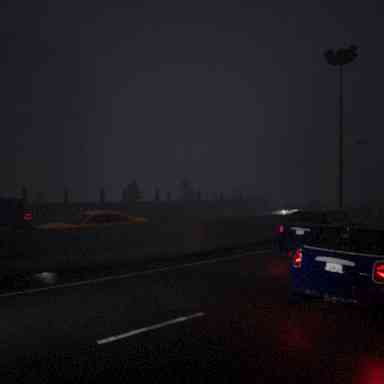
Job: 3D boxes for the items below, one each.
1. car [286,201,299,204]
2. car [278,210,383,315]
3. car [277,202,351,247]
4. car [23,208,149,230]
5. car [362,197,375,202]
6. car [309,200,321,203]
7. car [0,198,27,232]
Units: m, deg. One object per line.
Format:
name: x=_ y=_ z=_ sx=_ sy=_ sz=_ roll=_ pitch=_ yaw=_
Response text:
car: x=15.052 y=1.978 z=49.950 sx=1.895 sy=1.301 sz=4.718 roll=0 pitch=0 yaw=25
car: x=4.223 y=1.417 z=7.456 sx=4.553 sy=1.767 sz=2.097 roll=1 pitch=-1 yaw=-40
car: x=5.349 y=1.457 z=13.126 sx=4.553 sy=1.767 sz=2.097 roll=1 pitch=-1 yaw=-43
car: x=-4.174 y=1.551 z=14.304 sx=5.008 sy=1.535 sz=1.882 roll=1 pitch=0 yaw=-40
car: x=44.553 y=2.067 z=84.658 sx=1.837 sy=1.490 sz=4.892 roll=0 pitch=0 yaw=-1
car: x=17.342 y=1.870 z=46.739 sx=1.837 sy=1.490 sz=4.892 roll=0 pitch=0 yaw=27
car: x=-9.889 y=1.271 z=14.234 sx=5.566 sy=2.045 sz=2.150 roll=1 pitch=0 yaw=-37
